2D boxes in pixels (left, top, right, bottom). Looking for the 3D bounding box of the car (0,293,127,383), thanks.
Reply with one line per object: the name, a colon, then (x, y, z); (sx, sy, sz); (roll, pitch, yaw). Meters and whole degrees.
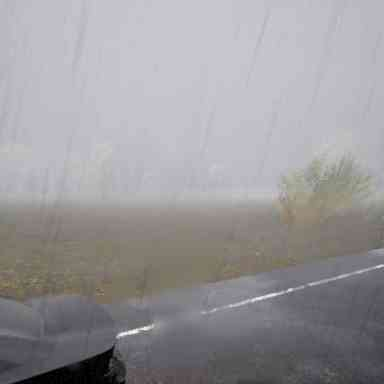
car: (-2.880, 1.477, 1.938); (5.008, 1.535, 1.882); (0, 0, -35)
